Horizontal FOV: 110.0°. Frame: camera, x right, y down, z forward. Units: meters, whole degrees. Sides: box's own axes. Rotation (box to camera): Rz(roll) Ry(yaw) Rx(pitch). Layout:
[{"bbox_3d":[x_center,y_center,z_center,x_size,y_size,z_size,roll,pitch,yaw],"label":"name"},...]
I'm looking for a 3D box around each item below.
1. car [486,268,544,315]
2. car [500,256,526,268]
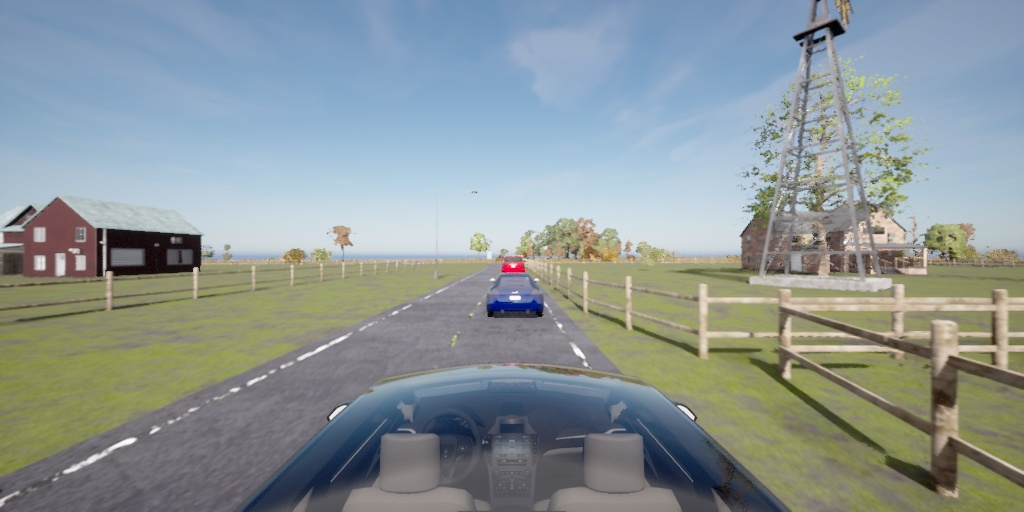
[{"bbox_3d":[0.105,1.318,13.533,1.994,1.385,4.181,0,0,0],"label":"car"},{"bbox_3d":[0.112,0.979,33.274,2.150,2.045,5.566,0,0,0],"label":"car"}]
